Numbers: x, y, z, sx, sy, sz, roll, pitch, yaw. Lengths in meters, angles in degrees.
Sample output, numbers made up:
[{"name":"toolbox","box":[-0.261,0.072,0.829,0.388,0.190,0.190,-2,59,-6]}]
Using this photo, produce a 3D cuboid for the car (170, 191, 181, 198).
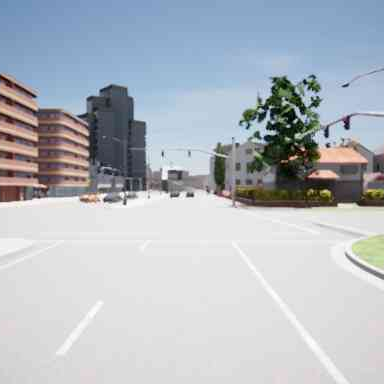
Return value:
[{"name":"car","box":[-3.908,0.576,73.351,2.128,1.511,4.902,0,1,0]}]

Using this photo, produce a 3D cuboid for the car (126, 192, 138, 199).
[{"name":"car","box":[-11.873,0.701,65.597,2.033,1.411,5.357,0,1,0]}]

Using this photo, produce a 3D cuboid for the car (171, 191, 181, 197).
[{"name":"car","box":[-3.966,0.412,83.767,2.128,1.511,4.902,0,1,0]}]

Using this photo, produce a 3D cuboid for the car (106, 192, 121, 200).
[{"name":"car","box":[-15.373,0.714,65.660,1.994,1.385,4.181,0,1,0]}]

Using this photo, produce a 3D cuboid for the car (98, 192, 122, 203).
[{"name":"car","box":[-11.848,0.908,49.653,2.033,1.411,5.357,0,1,0]}]

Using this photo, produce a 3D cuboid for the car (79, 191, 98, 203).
[{"name":"car","box":[-15.346,0.710,49.857,2.097,1.767,4.553,0,1,0]}]

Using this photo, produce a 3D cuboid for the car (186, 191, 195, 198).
[{"name":"car","box":[-0.408,0.528,73.370,1.882,1.535,5.008,0,1,0]}]

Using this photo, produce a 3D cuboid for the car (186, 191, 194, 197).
[{"name":"car","box":[-0.466,0.438,83.787,1.994,1.385,4.181,0,1,0]}]
